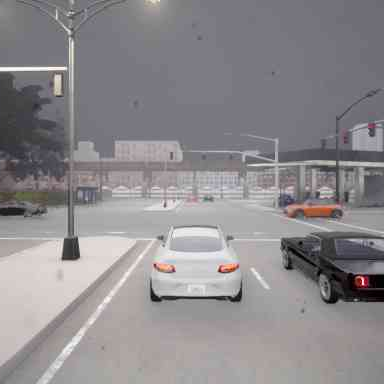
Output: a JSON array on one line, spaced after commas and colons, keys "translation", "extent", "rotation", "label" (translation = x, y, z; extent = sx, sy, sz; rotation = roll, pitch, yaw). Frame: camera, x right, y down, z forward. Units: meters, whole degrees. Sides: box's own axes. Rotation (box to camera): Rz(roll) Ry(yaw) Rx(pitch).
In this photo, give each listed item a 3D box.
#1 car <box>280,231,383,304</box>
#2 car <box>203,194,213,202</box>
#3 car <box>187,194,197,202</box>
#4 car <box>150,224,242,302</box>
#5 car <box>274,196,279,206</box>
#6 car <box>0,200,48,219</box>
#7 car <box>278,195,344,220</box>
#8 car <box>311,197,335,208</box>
[{"translation": [3.589, 1.599, 8.095], "extent": [1.895, 1.301, 4.718], "rotation": [0, 0, 0], "label": "car"}, {"translation": [3.516, 1.257, 72.298], "extent": [2.097, 1.767, 4.553], "rotation": [0, 0, 0], "label": "car"}, {"translation": [0.016, 1.250, 72.299], "extent": [2.097, 1.767, 4.553], "rotation": [0, 0, 0], "label": "car"}, {"translation": [0.084, 1.517, 8.112], "extent": [1.812, 1.442, 4.674], "rotation": [0, 0, 0], "label": "car"}, {"translation": [13.222, 1.262, 47.651], "extent": [2.242, 1.667, 4.611], "rotation": [0, 0, 0], "label": "car"}, {"translation": [-14.625, 1.424, 27.668], "extent": [4.902, 1.511, 2.128], "rotation": [0, 0, 0], "label": "car"}, {"translation": [9.903, 1.338, 27.436], "extent": [4.553, 1.767, 2.097], "rotation": [0, 0, -1], "label": "car"}, {"translation": [18.967, 1.435, 48.413], "extent": [1.970, 1.475, 3.806], "rotation": [0, 0, 0], "label": "car"}]
